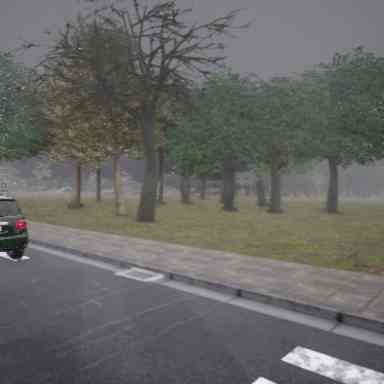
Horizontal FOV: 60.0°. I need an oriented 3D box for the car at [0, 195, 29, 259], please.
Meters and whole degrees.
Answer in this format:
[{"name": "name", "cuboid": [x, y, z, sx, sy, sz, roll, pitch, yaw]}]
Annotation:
[{"name": "car", "cuboid": [-7.470, 1.122, 11.110, 5.566, 2.045, 2.150, 1, 1, 42]}]
